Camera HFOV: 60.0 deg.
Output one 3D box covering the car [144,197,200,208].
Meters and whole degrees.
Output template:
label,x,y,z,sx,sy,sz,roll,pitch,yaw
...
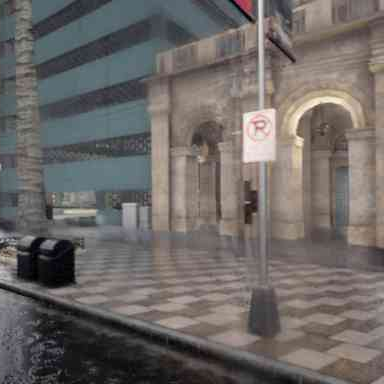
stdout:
label,x,y,z,sx,sy,sz,roll,pitch,yaw
car,-1.525,1.208,26.845,5.566,2.045,2.435,-1,0,36
